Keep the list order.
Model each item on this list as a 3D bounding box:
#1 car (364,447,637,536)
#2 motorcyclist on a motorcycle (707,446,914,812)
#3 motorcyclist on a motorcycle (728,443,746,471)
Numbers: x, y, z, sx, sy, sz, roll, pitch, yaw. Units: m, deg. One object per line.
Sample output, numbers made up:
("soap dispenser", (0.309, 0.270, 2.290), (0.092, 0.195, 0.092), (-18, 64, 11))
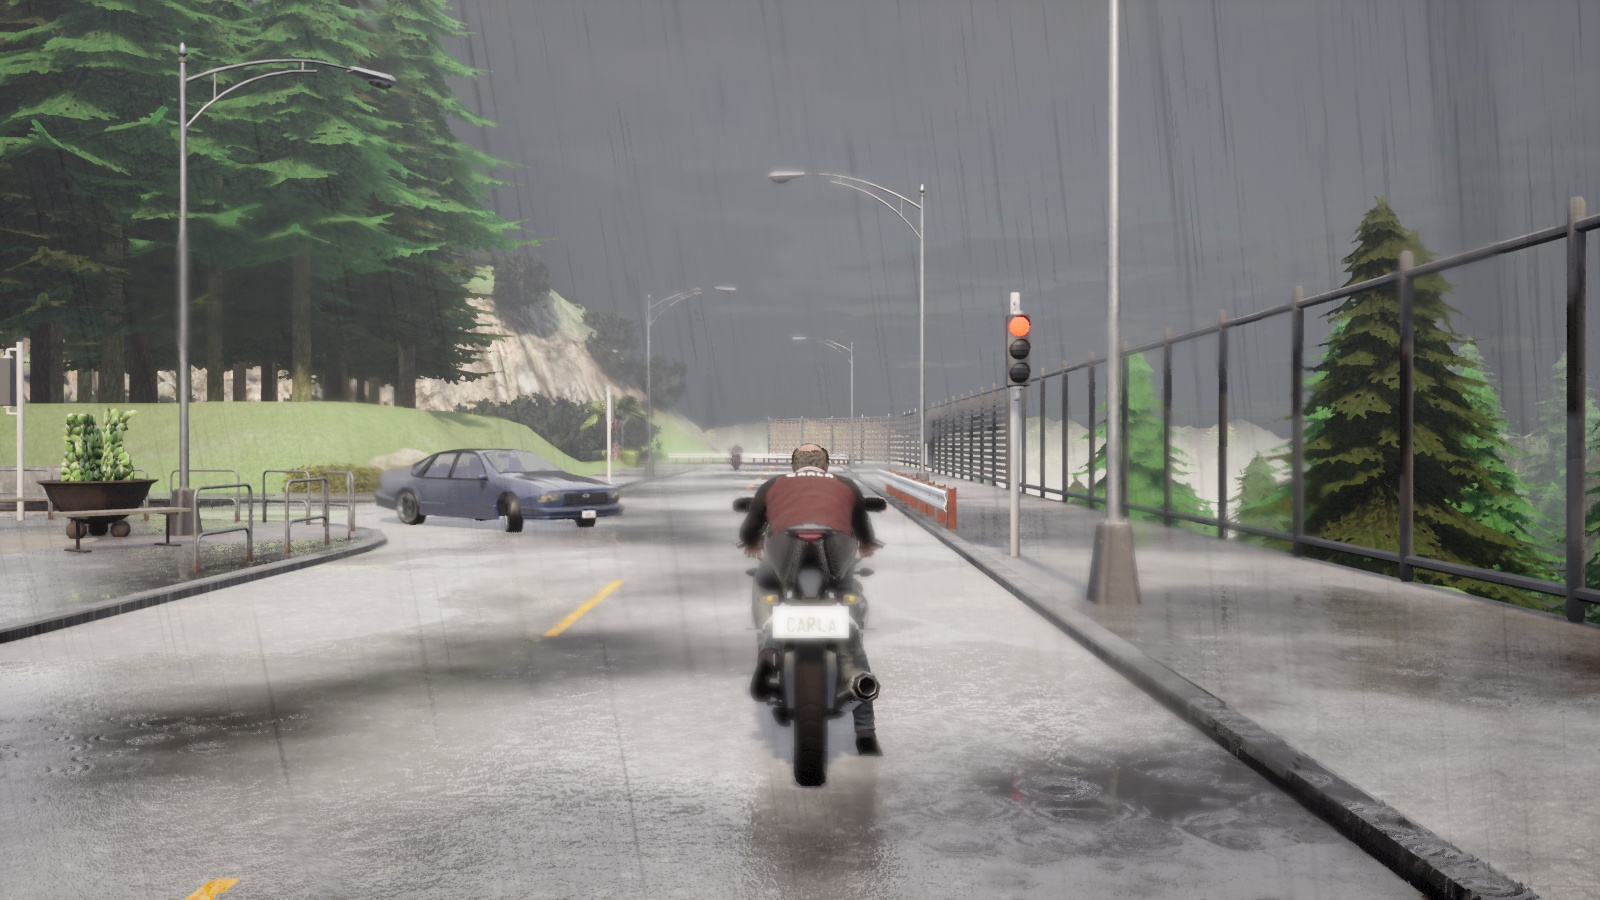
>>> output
("car", (-5.491, 0.662, 22.579), (5.357, 1.411, 2.033), (0, 0, 41))
("motorcyclist on a motorcycle", (0.051, 0.746, 6.361), (0.866, 1.530, 2.191), (0, 0, 0))
("motorcyclist on a motorcycle", (-3.532, 0.383, 70.068), (0.866, 1.530, 2.191), (0, 0, 1))
